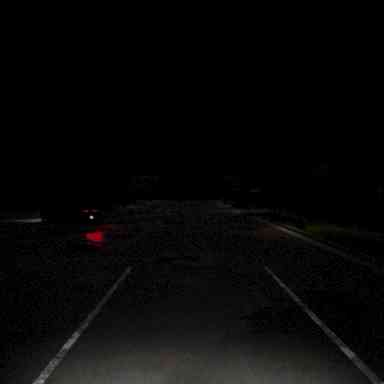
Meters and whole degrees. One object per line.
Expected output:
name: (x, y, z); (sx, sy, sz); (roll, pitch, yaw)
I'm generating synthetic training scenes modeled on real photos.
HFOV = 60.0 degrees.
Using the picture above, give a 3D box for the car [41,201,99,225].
car: (-8.715, 1.419, 23.566); (4.892, 1.490, 1.837); (0, -1, 34)
